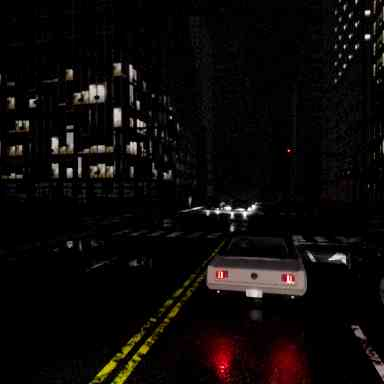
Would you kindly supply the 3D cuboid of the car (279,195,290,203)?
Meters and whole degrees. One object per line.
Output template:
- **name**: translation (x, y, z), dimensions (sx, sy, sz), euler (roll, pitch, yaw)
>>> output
- **car**: translation (19.481, 1.474, 69.639), dimensions (2.033, 1.411, 5.357), euler (0, 0, 13)

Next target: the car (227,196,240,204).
- **car**: translation (7.887, 1.460, 63.169), dimensions (1.837, 1.490, 4.892), euler (0, 0, 14)

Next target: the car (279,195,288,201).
- **car**: translation (21.875, 1.355, 79.809), dimensions (1.895, 1.301, 4.718), euler (0, 0, 13)

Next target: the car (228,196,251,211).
- **car**: translation (5.894, 1.503, 40.731), dimensions (1.812, 1.442, 4.674), euler (0, 0, 13)

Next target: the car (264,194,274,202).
- **car**: translation (16.419, 1.530, 70.821), dimensions (1.895, 1.301, 4.718), euler (0, 0, 13)

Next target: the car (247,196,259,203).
- **car**: translation (12.823, 1.485, 69.733), dimensions (2.033, 1.411, 5.357), euler (0, 0, 13)

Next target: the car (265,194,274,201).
- **car**: translation (18.705, 1.286, 80.525), dimensions (2.128, 1.511, 4.902), euler (0, 0, 13)

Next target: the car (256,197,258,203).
- **car**: translation (10.353, 1.559, 59.539), dimensions (1.895, 1.301, 4.718), euler (0, 0, 14)

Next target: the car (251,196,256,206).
- **car**: translation (8.014, 1.460, 49.733), dimensions (2.128, 1.511, 4.902), euler (0, 0, 13)

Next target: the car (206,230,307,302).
- **car**: translation (1.702, 1.597, 8.344), dimensions (1.895, 1.301, 4.718), euler (0, 0, 14)

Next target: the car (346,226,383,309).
- **car**: translation (4.832, 1.501, 7.441), dimensions (1.837, 1.490, 4.892), euler (0, 0, 13)

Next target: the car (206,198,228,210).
- **car**: translation (3.126, 1.524, 43.173), dimensions (2.033, 1.411, 5.357), euler (0, 0, 13)

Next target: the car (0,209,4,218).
- **car**: translation (-17.326, 1.435, 26.673), dimensions (4.313, 1.339, 1.947), euler (1, 1, 14)

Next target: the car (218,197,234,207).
- **car**: translation (5.455, 1.567, 53.040), dimensions (1.895, 1.301, 4.718), euler (0, 0, 13)
